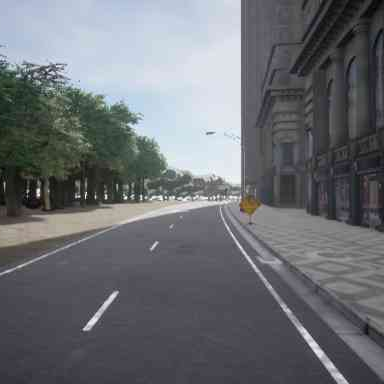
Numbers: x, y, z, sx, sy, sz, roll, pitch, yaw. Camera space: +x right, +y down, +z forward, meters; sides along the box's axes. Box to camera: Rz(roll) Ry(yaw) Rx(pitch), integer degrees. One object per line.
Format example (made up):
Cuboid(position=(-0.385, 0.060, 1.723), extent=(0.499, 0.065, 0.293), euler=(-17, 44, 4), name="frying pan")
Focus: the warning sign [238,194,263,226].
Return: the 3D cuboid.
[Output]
Cuboid(position=(3.435, 1.051, 19.748), extent=(1.300, 1.860, 1.060), euler=(-2, -1, 2), name="warning sign")
